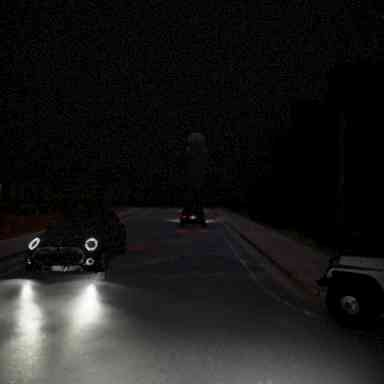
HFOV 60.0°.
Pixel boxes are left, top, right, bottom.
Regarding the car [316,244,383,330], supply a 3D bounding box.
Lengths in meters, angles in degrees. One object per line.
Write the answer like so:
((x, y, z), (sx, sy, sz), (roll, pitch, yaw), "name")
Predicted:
((4.167, 1.277, 5.276), (1.905, 1.878, 3.866), (-7, 3, -42), "car")

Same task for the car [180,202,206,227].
((0.065, 1.726, 24.277), (2.033, 1.411, 5.357), (1, 0, 0), "car")

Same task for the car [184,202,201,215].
((0.038, 1.851, 39.140), (1.895, 1.301, 4.718), (1, 0, 0), "car")

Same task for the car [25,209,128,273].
((-3.529, 1.426, 10.996), (2.097, 1.767, 4.553), (1, 0, 0), "car")
